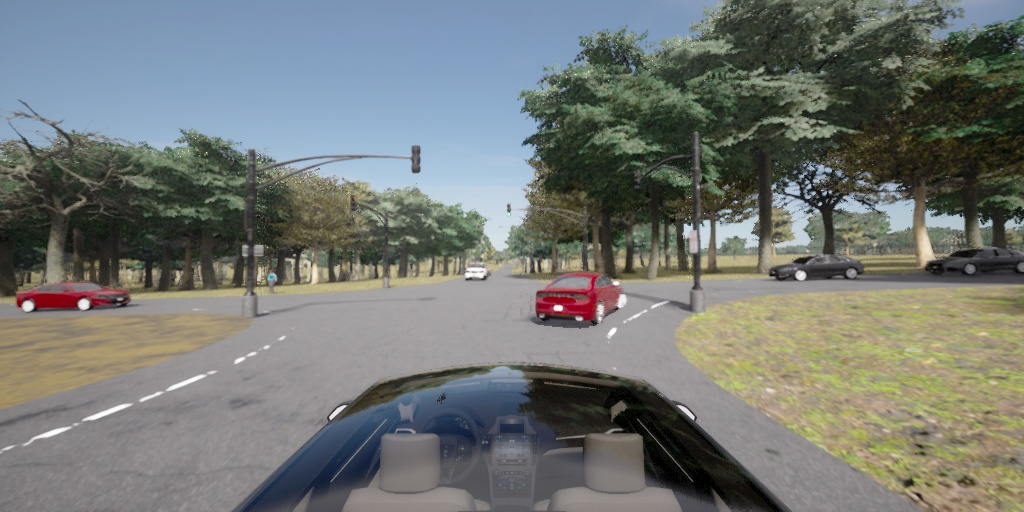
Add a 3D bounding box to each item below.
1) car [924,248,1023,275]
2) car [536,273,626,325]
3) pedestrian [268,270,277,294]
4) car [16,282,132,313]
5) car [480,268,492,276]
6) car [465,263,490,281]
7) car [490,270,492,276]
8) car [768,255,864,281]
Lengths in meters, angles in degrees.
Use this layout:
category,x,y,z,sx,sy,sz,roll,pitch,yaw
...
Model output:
category,x,y,z,sx,sy,sz,roll,pitch,yaw
car,27.735,0.324,21.391,4.892,1.490,1.837,-3,-1,2
car,2.551,1.312,12.556,1.882,1.535,5.008,-1,1,29
pedestrian,-18.086,1.939,26.991,0.375,1.860,0.375,0,1,2
car,-23.825,2.165,19.611,5.008,1.535,1.882,-2,-1,2
car,-4.549,2.807,62.460,1.895,1.301,4.718,0,-2,-1
car,-4.173,1.836,42.507,2.150,2.045,5.566,0,-2,0
car,-4.389,2.461,52.450,1.994,1.385,4.181,0,-2,-1
car,18.313,0.699,21.734,4.892,1.490,1.837,-2,-1,2
